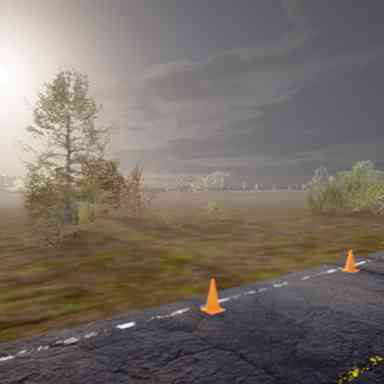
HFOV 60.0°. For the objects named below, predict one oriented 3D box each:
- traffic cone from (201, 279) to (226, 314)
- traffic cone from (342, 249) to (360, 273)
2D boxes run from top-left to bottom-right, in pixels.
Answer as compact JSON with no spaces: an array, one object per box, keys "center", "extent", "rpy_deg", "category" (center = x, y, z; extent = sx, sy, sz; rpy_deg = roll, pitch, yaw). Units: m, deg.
[{"center":[0.398,1.929,6.265],"extent":[0.340,0.580,0.340],"rpy_deg":[-1,0,-36],"category":"traffic cone"},{"center":[4.402,1.890,9.215],"extent":[0.340,0.580,0.340],"rpy_deg":[-1,0,-37],"category":"traffic cone"}]
